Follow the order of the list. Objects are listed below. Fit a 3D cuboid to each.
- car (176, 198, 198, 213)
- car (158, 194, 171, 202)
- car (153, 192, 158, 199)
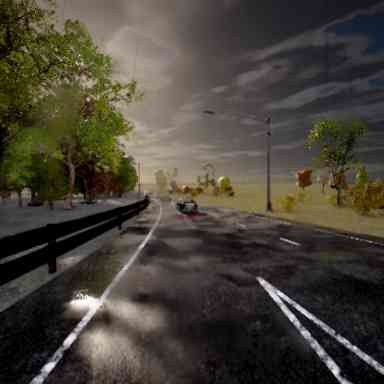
[{"bbox_3d":[-0.600,1.401,35.966,2.128,1.511,4.902,0,0,-8],"label":"car"},{"bbox_3d":[-5.474,1.380,68.653,1.994,1.385,4.181,0,0,-8],"label":"car"},{"bbox_3d":[-9.203,1.337,93.654,1.895,1.301,4.718,0,0,-8],"label":"car"}]
